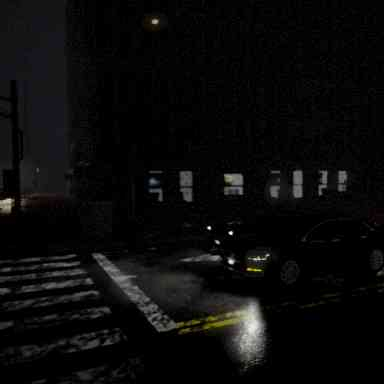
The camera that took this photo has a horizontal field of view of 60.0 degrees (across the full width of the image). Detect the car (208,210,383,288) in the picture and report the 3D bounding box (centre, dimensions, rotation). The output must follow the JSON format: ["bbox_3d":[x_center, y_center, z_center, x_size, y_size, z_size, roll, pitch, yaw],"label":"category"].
[{"bbox_3d":[3.086,1.339,8.706,4.892,1.490,1.837,0,1,-26],"label":"car"}]

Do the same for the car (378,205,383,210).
[{"bbox_3d":[11.658,0.916,16.439,5.566,2.045,2.150,0,1,-26],"label":"car"}]

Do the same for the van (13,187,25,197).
[{"bbox_3d":[-32.330,0.036,62.216,1.690,1.788,3.998,-2,2,-23],"label":"van"}]

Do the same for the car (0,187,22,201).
[{"bbox_3d":[-25.764,0.316,46.991,2.192,1.841,5.009,-2,2,-23],"label":"car"}]

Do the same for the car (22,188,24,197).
[{"bbox_3d":[-27.951,0.339,52.069,1.967,1.590,4.097,-2,2,-23],"label":"car"}]

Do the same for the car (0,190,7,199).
[{"bbox_3d":[-31.840,0.437,54.645,2.033,1.411,5.357,-2,2,-23],"label":"car"}]

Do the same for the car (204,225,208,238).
[{"bbox_3d":[2.861,1.368,12.206,4.718,1.301,1.895,0,1,-26],"label":"car"}]
